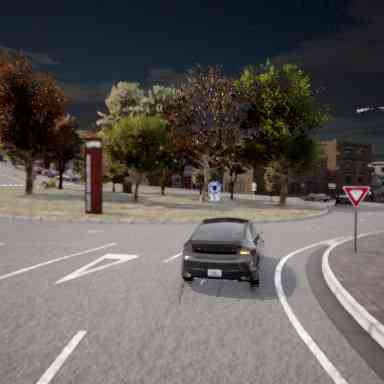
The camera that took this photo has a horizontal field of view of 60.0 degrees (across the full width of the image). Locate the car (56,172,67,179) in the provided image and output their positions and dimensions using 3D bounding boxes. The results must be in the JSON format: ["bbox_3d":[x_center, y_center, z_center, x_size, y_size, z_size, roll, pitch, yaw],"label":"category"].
[{"bbox_3d":[-33.099,-3.762,89.179,2.002,1.452,4.674,7,6,28],"label":"car"}]

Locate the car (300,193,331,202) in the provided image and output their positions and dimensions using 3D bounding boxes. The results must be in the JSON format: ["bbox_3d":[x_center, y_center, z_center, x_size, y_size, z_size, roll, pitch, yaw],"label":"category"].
[{"bbox_3d":[19.644,0.865,52.986,2.033,1.411,5.357,-1,2,-21],"label":"car"}]

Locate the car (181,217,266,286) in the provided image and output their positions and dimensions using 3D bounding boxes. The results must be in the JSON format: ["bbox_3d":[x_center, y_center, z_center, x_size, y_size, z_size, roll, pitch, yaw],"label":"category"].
[{"bbox_3d":[1.044,1.471,9.443,1.837,1.490,4.892,0,0,13],"label":"car"}]

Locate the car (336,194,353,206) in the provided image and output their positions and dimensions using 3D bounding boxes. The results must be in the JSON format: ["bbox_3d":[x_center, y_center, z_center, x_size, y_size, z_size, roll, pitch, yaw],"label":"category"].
[{"bbox_3d":[20.451,1.025,44.355,1.882,1.535,5.008,0,1,32],"label":"car"}]

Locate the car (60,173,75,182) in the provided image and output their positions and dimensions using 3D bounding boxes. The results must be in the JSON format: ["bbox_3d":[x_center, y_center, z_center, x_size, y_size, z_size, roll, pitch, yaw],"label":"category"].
[{"bbox_3d":[-31.101,-3.451,86.906,2.231,1.521,4.892,7,6,28],"label":"car"}]
